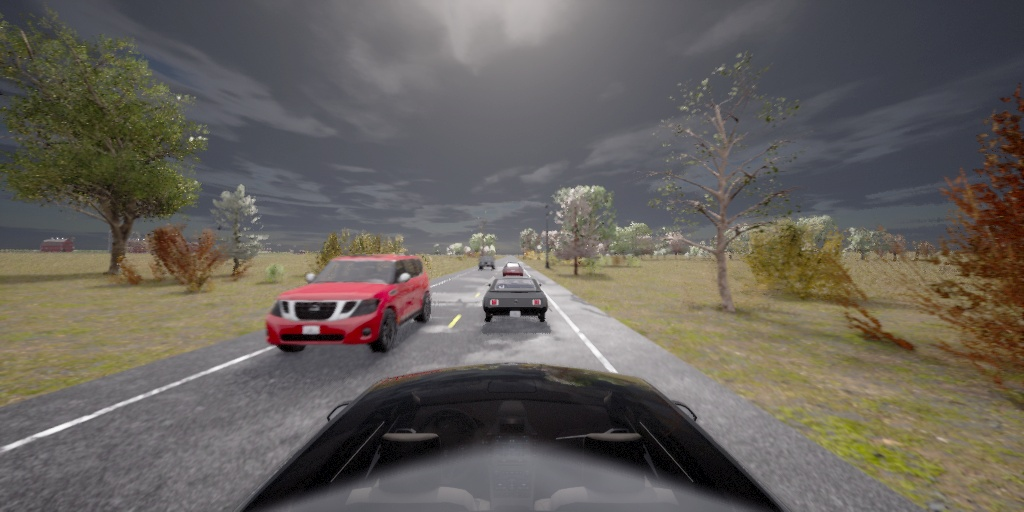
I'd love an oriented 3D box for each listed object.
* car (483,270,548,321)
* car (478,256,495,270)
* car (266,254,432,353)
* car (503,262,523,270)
[{"bbox_3d":[0.097,1.351,12.422,1.895,1.301,4.718,0,0,0],"label":"car"},{"bbox_3d":[-3.579,0.963,52.110,2.150,2.045,5.566,0,0,0],"label":"car"},{"bbox_3d":[-3.603,0.972,9.194,2.150,2.045,5.566,0,0,0],"label":"car"},{"bbox_3d":[0.091,1.311,34.898,1.994,1.385,4.181,0,0,0],"label":"car"}]
